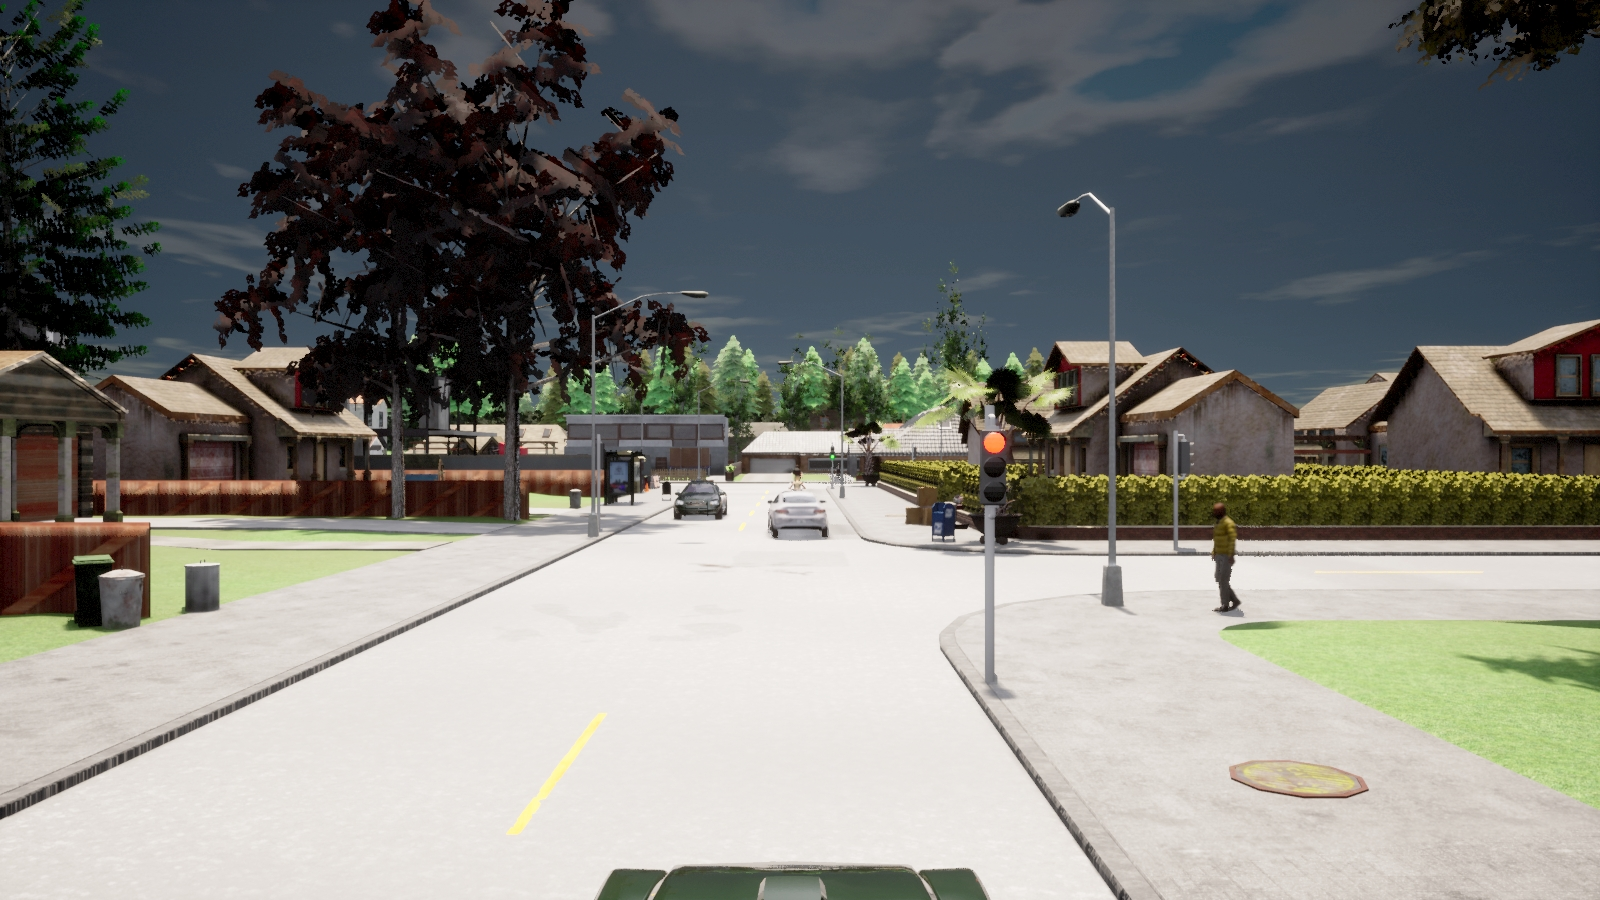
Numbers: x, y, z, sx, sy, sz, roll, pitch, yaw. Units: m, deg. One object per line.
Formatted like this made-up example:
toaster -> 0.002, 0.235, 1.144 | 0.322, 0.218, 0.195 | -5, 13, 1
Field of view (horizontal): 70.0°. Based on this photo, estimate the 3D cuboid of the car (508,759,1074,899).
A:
car -> -0.028, 2.155, 3.193 | 1.895, 1.301, 4.718 | 0, 0, 0

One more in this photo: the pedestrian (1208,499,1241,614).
pedestrian -> 6.984, 1.743, 18.808 | 0.375, 1.860, 0.375 | 0, 0, -8

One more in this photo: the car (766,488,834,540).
car -> -0.084, 2.081, 38.089 | 2.002, 1.442, 4.674 | 0, 0, -3

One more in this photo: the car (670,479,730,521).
car -> -4.107, 2.038, 47.608 | 2.038, 1.542, 4.974 | 0, 0, 0
